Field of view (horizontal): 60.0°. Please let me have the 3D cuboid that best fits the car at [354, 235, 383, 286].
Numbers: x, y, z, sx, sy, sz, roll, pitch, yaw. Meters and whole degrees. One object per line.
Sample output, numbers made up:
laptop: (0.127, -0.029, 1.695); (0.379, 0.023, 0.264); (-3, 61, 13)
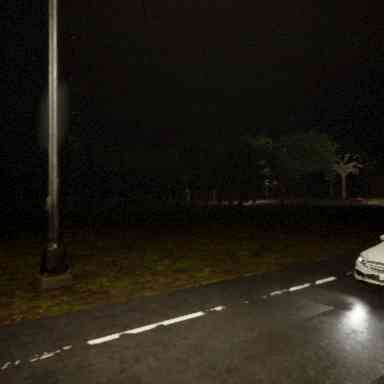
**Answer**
car: (5.937, 1.517, 8.228); (4.674, 1.442, 1.812); (0, 0, -35)
